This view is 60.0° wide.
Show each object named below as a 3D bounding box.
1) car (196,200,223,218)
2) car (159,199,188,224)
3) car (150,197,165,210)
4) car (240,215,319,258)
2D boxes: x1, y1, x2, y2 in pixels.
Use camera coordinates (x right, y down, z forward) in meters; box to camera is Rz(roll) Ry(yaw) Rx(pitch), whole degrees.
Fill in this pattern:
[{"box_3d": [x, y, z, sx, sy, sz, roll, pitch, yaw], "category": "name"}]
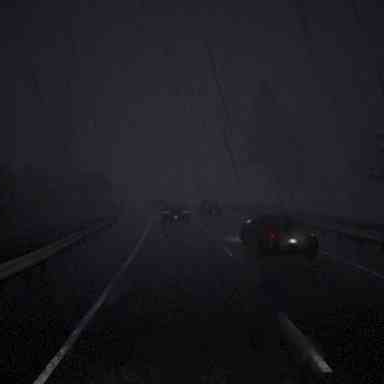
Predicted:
[{"box_3d": [1.505, 1.455, 30.248, 2.128, 1.511, 4.902, 0, 0, -7], "category": "car"}, {"box_3d": [-1.316, 1.498, 24.379, 1.812, 1.442, 4.674, 0, 0, -6], "category": "car"}, {"box_3d": [-4.174, 1.459, 41.853, 1.837, 1.490, 4.892, 0, 0, -13], "category": "car"}, {"box_3d": [3.129, 1.546, 12.694, 1.994, 1.385, 4.181, 0, 0, -3], "category": "car"}]
